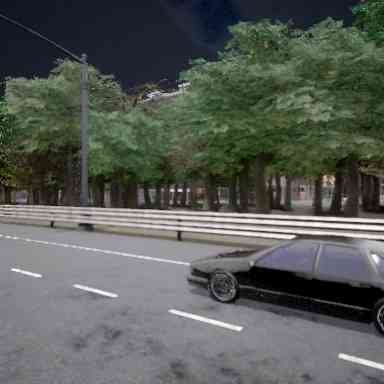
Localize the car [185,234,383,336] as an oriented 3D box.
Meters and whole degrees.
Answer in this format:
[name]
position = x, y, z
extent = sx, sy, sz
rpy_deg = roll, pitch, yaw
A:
[car]
position = 2.472, 1.549, 6.407
extent = 5.357, 1.411, 2.033
rpy_deg = 0, 0, 36
